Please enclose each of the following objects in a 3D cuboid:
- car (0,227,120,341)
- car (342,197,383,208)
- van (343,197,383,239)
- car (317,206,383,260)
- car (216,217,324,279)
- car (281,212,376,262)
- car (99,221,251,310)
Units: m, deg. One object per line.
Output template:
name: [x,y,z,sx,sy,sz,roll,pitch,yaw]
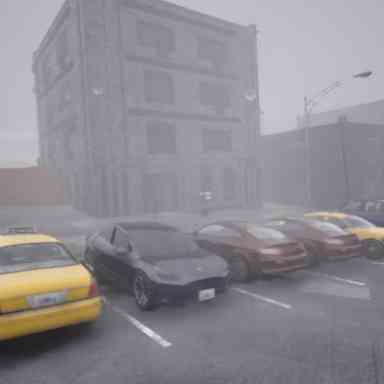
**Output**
car: [-3.503,1.478,6.733,1.946,1.575,5.366,0,0,-36]
car: [7.845,1.243,14.639,2.435,2.045,5.566,0,0,-36]
van: [10.066,1.271,16.332,1.878,1.987,4.442,0,0,-36]
car: [5.800,1.489,12.917,1.946,1.575,5.366,0,0,-36]
car: [1.149,1.527,9.822,2.002,1.452,4.674,0,0,-35]
car: [3.320,1.529,11.371,2.002,1.452,4.674,0,0,-36]
car: [-1.106,1.514,8.180,2.163,1.488,4.792,0,0,-36]
